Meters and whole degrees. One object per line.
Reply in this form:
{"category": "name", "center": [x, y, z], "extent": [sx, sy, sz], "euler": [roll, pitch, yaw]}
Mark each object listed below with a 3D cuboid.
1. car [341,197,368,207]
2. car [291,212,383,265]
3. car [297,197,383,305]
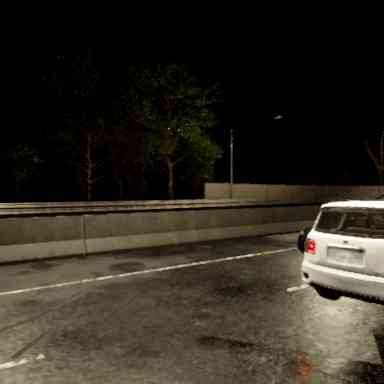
{"category": "car", "center": [25.643, 1.551, 52.312], "extent": [4.674, 1.442, 1.812], "euler": [0, 0, -35]}
{"category": "car", "center": [5.797, 1.563, 12.216], "extent": [4.181, 1.385, 1.994], "euler": [0, 0, -35]}
{"category": "car", "center": [4.720, 1.215, 7.177], "extent": [5.566, 2.045, 2.150], "euler": [1, -1, -37]}
